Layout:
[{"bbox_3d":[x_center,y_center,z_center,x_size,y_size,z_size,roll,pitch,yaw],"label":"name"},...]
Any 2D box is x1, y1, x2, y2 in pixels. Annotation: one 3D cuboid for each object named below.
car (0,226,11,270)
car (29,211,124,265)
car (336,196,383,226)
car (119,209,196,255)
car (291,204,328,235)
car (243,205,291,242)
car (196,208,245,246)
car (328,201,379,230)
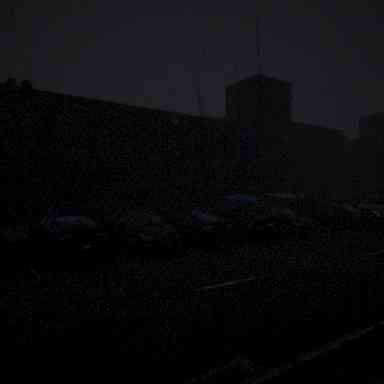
[{"bbox_3d":[-6.925,1.516,10.328,2.163,1.488,4.792,0,0,-35],"label":"car"},{"bbox_3d":[-4.527,1.486,11.967,2.097,1.535,5.008,0,0,-35],"label":"car"},{"bbox_3d":[11.351,1.382,23.147,2.185,1.767,4.553,0,0,-35],"label":"car"},{"bbox_3d":[-2.258,1.487,13.572,2.231,1.521,4.892,0,0,-35],"label":"car"},{"bbox_3d":[4.466,1.494,18.288,2.231,1.521,4.892,0,0,-35],"label":"car"},{"bbox_3d":[2.177,1.519,16.710,2.163,1.488,4.792,0,0,-35],"label":"car"},{"bbox_3d":[-0.080,1.528,15.089,2.002,1.452,4.674,0,0,-35],"label":"car"},{"bbox_3d":[9.020,1.542,21.471,2.002,1.452,4.674,0,0,-35],"label":"car"}]
